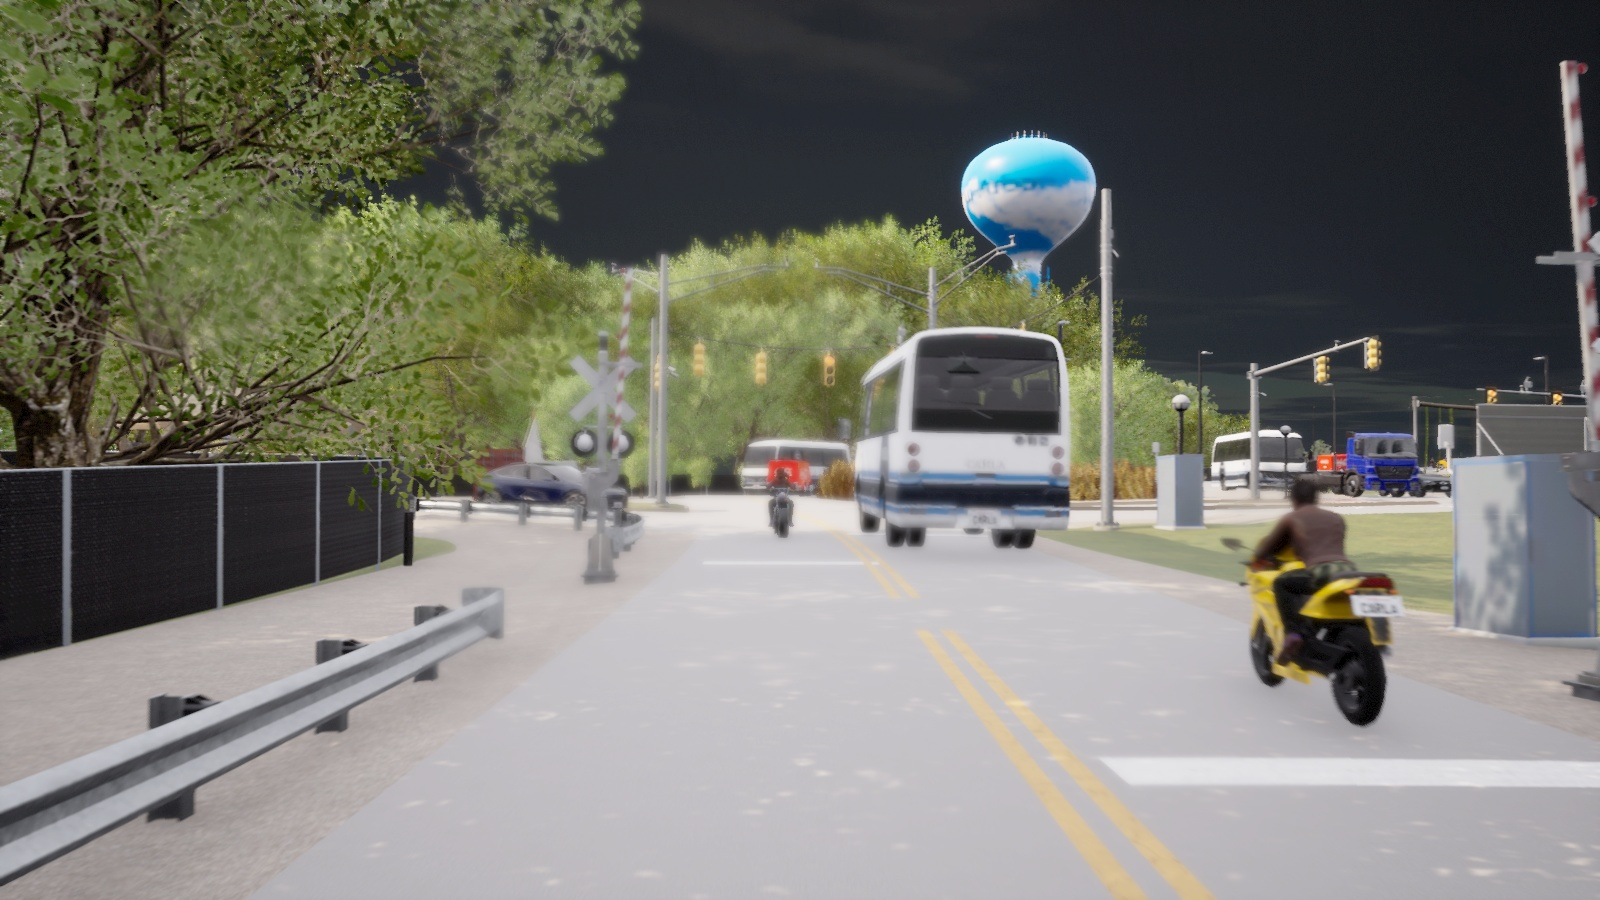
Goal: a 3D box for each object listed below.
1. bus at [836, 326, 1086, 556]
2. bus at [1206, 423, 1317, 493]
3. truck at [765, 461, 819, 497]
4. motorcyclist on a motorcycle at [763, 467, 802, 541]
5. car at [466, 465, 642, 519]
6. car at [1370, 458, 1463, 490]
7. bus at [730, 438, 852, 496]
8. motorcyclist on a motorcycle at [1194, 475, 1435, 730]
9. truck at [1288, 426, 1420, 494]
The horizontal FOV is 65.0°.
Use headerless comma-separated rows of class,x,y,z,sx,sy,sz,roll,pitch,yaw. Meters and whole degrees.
bus,3.169,-0.098,28.568,3.944,4.253,10.273,1,-1,-2
bus,30.746,0.657,84.271,3.944,4.253,10.273,1,-2,2
truck,-0.524,2.048,88.971,2.627,2.467,5.204,0,-2,14
motorcyclist on a motorcycle,-0.427,1.227,29.322,0.766,1.649,2.350,0,-1,-4
car,-7.281,1.205,37.156,4.792,1.488,2.163,0,-2,28
car,33.502,1.311,68.414,2.152,1.651,5.027,0,-1,-7
bus,-0.575,1.415,97.370,3.944,4.253,10.273,-2,-2,38
motorcyclist on a motorcycle,3.427,0.942,8.606,0.797,1.523,2.044,0,-1,-1
truck,29.861,0.533,68.092,2.891,3.462,7.936,0,-1,-7
